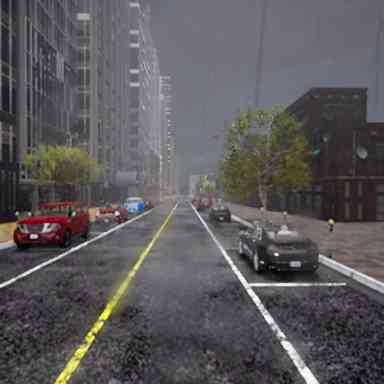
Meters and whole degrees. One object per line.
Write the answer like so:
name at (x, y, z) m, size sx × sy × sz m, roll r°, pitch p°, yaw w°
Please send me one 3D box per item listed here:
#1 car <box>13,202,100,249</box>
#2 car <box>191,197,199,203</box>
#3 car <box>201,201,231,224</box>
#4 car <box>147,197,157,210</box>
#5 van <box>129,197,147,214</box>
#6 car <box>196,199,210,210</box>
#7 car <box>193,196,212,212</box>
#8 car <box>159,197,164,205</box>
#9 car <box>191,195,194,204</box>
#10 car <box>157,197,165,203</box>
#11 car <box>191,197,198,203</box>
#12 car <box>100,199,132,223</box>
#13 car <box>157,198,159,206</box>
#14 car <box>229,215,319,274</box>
car at (-6.137, 1.410, 15.288) m, size 2.192 × 1.841 × 5.009 m, roll -1°, pitch 0°, yaw -1°
car at (0.780, 2.065, 82.598) m, size 1.947 × 1.339 × 4.313 m, roll -1°, pitch 0°, yaw -1°
car at (2.100, 1.713, 26.534) m, size 2.008 × 1.369 × 4.403 m, roll -1°, pitch 0°, yaw -1°
car at (-6.827, 1.615, 49.216) m, size 2.192 × 1.841 × 5.009 m, roll -1°, pitch 0°, yaw -1°
van at (-6.568, 1.575, 38.150) m, size 1.690 × 1.788 × 3.998 m, roll -1°, pitch 0°, yaw -1°
car at (1.551, 1.826, 49.571) m, size 1.752 × 1.417 × 4.829 m, roll -1°, pitch 0°, yaw -1°
car at (1.680, 1.581, 43.869) m, size 2.192 × 1.841 × 5.009 m, roll -1°, pitch 0°, yaw -1°
car at (-7.211, 1.944, 65.815) m, size 1.887 × 1.381 × 4.507 m, roll -1°, pitch 0°, yaw -1°
car at (1.034, 1.747, 71.534) m, size 2.192 × 1.841 × 5.009 m, roll -1°, pitch 0°, yaw -1°
car at (-7.595, 2.024, 82.244) m, size 1.752 × 1.417 × 4.829 m, roll -1°, pitch 0°, yaw -1°
car at (0.651, 2.114, 88.131) m, size 1.802 × 1.307 × 4.206 m, roll -1°, pitch 0°, yaw -1°
car at (-6.303, 1.603, 26.355) m, size 1.967 × 1.590 × 4.097 m, roll -1°, pitch 0°, yaw -1°
car at (-6.949, 1.858, 54.579) m, size 1.752 × 1.417 × 4.829 m, roll -1°, pitch 0°, yaw -1°
car at (2.588, 1.616, 10.673) m, size 2.008 × 1.369 × 4.403 m, roll -1°, pitch 0°, yaw -1°
